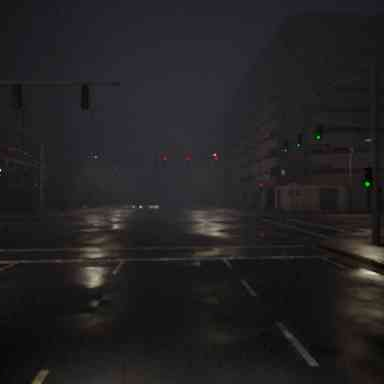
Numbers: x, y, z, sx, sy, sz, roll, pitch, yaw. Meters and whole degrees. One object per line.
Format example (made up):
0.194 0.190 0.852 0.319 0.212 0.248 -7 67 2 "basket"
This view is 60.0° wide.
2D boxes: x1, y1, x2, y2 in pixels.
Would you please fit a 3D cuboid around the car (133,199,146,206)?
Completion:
-11.738 2.293 72.298 1.895 1.301 4.718 0 -1 -4 "car"

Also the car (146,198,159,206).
-8.248 2.220 72.565 2.128 1.511 4.902 0 -1 -4 "car"
